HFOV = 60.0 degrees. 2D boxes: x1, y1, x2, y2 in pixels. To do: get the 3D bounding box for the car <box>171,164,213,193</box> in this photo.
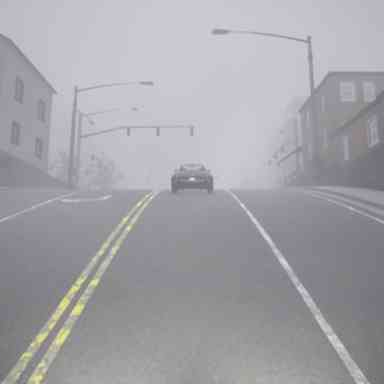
[{"bbox_3d":[0.026,-0.723,16.847,1.994,1.385,4.181,0,4,0],"label":"car"}]
